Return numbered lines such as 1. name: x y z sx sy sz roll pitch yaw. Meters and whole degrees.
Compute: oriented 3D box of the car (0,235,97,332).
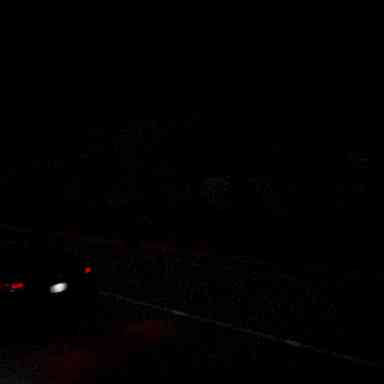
1. car: -3.861 1.577 6.742 4.181 1.385 1.994 0 0 36
